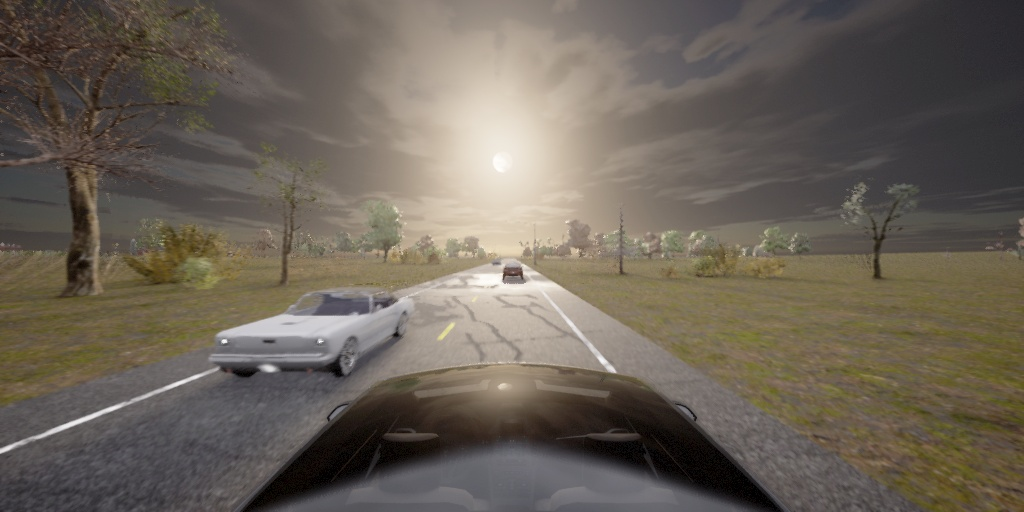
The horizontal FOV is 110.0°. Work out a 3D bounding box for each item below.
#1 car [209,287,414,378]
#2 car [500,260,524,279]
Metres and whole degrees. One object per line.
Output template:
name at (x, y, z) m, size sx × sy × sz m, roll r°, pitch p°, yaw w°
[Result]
car at (-3.600, 1.366, 7.521) m, size 1.895 × 1.301 × 4.718 m, roll 0°, pitch 0°, yaw 0°
car at (0.092, 1.303, 33.806) m, size 1.882 × 1.535 × 5.008 m, roll 0°, pitch 0°, yaw 0°
